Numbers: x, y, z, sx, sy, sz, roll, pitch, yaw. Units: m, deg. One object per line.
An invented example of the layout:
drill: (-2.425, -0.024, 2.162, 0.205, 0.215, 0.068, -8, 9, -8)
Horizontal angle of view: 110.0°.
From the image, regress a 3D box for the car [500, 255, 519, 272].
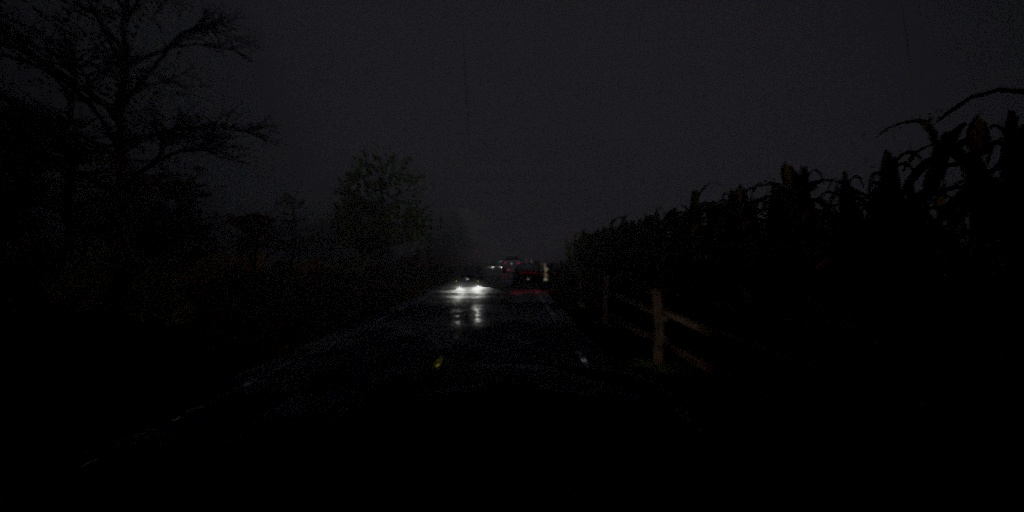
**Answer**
car: (0.001, 0.899, 43.407, 2.150, 2.045, 5.566, 0, 0, 1)

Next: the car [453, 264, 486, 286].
car: (-2.852, 1.282, 24.885, 1.994, 1.385, 4.181, 0, 0, 0)

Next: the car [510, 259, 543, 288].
car: (0.958, 1.199, 23.540, 1.882, 1.535, 5.008, 0, 0, 0)
